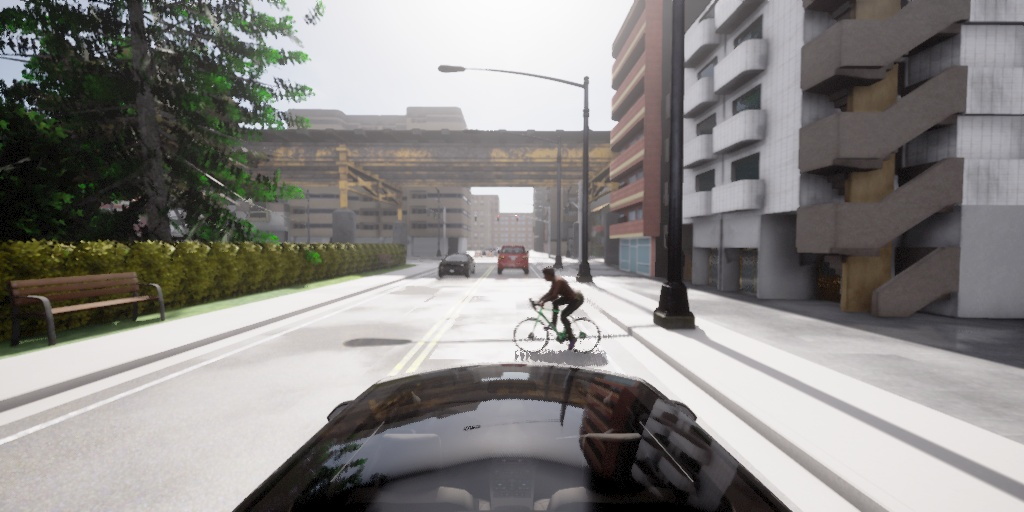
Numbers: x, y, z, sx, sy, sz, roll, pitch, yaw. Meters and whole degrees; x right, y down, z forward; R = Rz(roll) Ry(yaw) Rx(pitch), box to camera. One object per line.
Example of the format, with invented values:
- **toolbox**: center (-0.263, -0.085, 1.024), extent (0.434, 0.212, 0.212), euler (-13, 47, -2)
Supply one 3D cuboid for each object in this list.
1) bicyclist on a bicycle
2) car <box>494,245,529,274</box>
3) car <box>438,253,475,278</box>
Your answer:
- **bicyclist on a bicycle**: center (0.842, 1.030, 6.695), extent (1.656, 1.620, 0.582), euler (0, 2, 0)
- **car**: center (0.078, 0.195, 26.395), extent (2.150, 2.045, 5.566), euler (0, 2, 0)
- **car**: center (-3.522, 0.541, 23.495), extent (1.882, 1.535, 5.008), euler (0, 2, 0)
